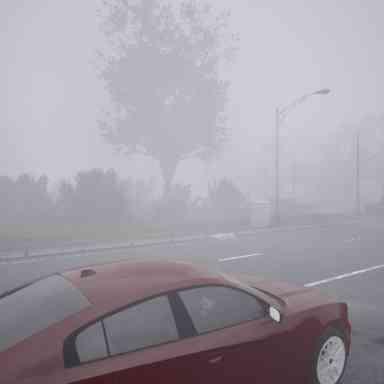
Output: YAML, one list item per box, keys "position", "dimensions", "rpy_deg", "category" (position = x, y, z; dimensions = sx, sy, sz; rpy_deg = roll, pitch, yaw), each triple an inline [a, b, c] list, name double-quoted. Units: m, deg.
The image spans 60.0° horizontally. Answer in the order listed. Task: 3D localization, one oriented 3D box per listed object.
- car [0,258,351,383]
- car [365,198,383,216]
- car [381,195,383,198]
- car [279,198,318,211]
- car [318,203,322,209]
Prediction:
- position: [-0.284, 1.478, 3.542]
  dimensions: [5.008, 1.535, 1.882]
  rpy_deg: [0, 0, -35]
  category: "car"
- position: [18.464, 1.565, 31.062]
  dimensions: [1.994, 1.385, 4.181]
  rpy_deg: [0, 0, -32]
  category: "car"
- position: [21.445, 1.224, 32.890]
  dimensions: [2.150, 2.045, 5.566]
  rpy_deg: [0, 0, -32]
  category: "car"
- position: [12.365, 1.477, 40.742]
  dimensions: [1.882, 1.535, 5.008]
  rpy_deg: [0, 0, -32]
  category: "car"
- position: [14.687, 1.524, 43.620]
  dimensions: [1.812, 1.442, 4.674]
  rpy_deg: [0, 0, -32]
  category: "car"
